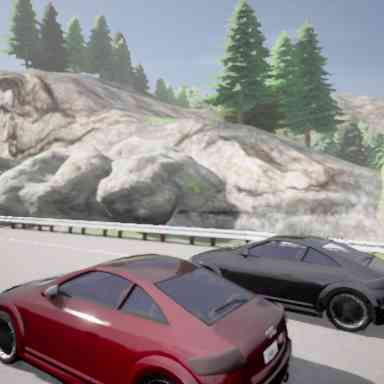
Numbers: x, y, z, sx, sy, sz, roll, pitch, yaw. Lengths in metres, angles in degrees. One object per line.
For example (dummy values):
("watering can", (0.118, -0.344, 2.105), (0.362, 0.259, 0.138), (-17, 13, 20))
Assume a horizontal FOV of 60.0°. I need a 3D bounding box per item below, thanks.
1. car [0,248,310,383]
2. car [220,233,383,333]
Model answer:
("car", (-0.870, 1.554, 4.438), (4.181, 1.385, 1.994), (0, 0, 34))
("car", (1.842, 1.548, 6.823), (4.181, 1.385, 1.994), (0, 0, 35))
